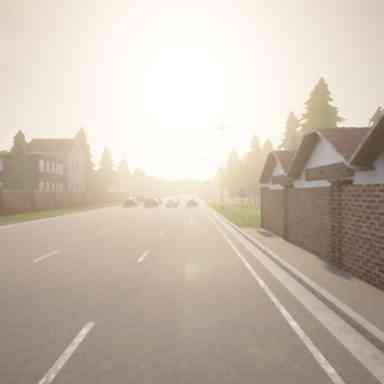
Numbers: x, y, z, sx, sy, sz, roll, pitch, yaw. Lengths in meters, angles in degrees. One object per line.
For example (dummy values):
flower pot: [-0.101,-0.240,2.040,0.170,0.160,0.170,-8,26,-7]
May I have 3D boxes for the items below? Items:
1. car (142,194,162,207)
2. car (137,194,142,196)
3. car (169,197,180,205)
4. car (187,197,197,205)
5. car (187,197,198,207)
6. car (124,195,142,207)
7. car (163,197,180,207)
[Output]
car: [-6.951,1.635,58.136,2.097,1.767,4.553,0,0,1]
car: [-10.504,1.478,69.223,2.150,2.045,5.566,0,0,0]
car: [-3.504,1.830,68.362,2.033,1.411,5.357,0,0,0]
car: [-0.003,1.777,68.362,1.837,1.490,4.892,0,0,0]
car: [0.048,1.809,58.044,1.812,1.442,4.674,0,0,1]
car: [-10.454,1.786,57.786,1.837,1.490,4.892,0,0,0]
car: [-3.454,1.808,57.792,1.812,1.442,4.674,0,0,1]
